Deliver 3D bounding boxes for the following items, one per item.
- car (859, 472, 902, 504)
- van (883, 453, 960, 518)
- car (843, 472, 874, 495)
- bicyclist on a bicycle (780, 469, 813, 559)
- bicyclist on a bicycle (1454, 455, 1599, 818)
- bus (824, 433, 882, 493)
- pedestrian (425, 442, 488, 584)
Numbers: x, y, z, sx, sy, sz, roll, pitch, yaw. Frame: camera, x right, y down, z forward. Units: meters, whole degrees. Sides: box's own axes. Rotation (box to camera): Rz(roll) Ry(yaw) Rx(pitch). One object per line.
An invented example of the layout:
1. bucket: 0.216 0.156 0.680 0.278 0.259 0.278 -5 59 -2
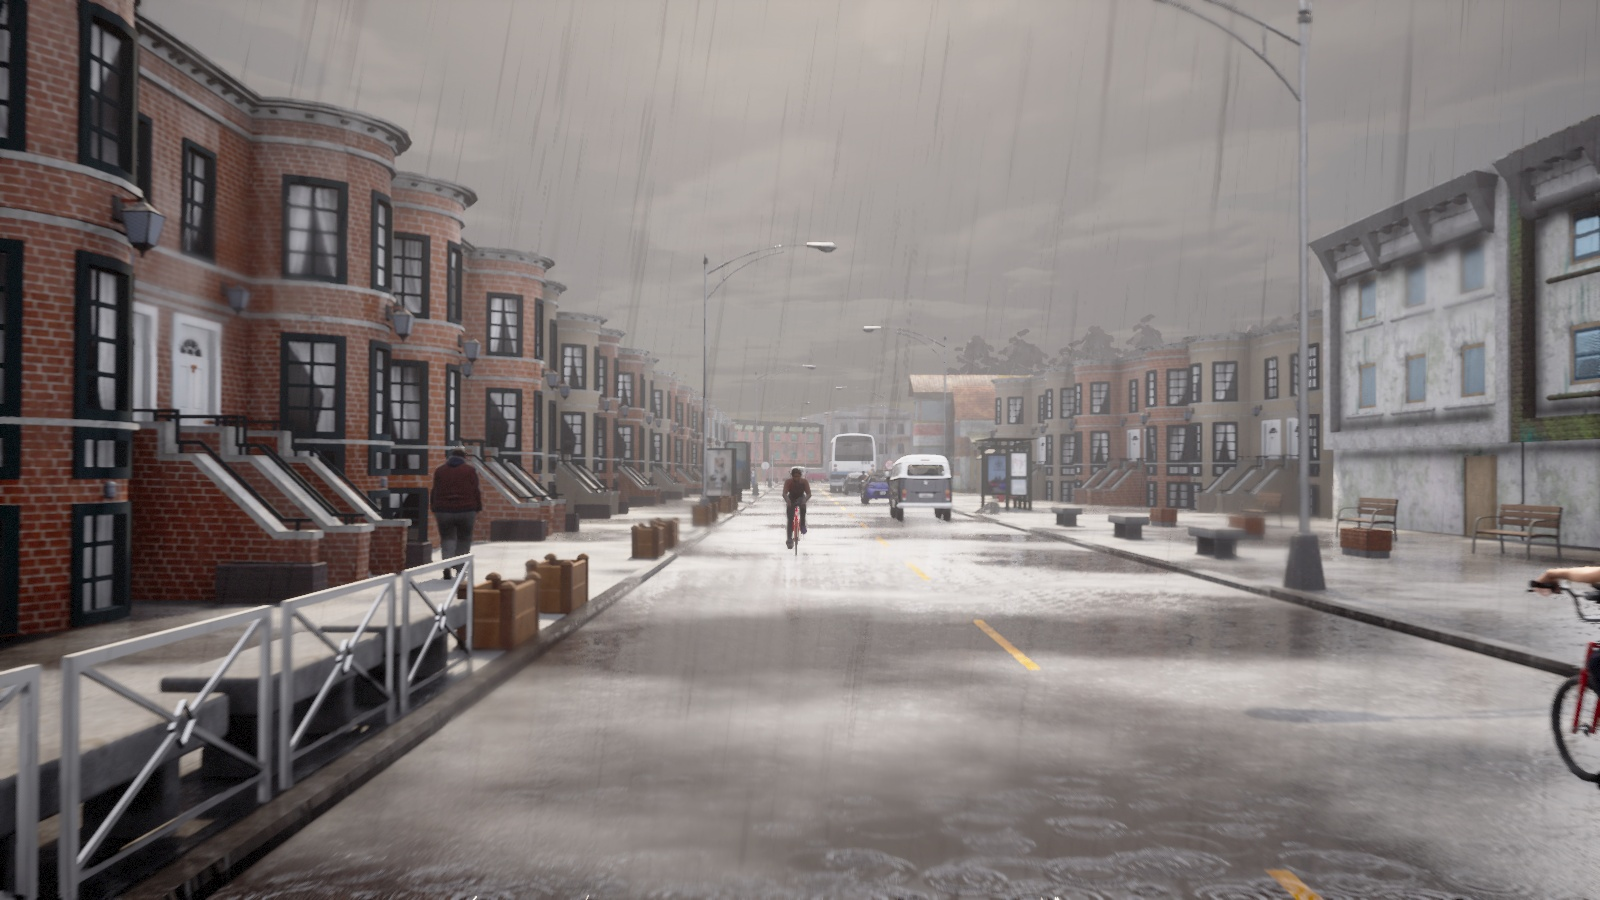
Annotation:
1. car: 3.905 1.836 61.148 1.816 1.474 4.193 0 -1 0
2. van: 3.919 1.200 41.202 2.069 2.038 4.480 0 -3 0
3. car: 3.886 2.223 84.744 1.837 1.490 4.892 0 -1 0
4. bicyclist on a bicycle: -0.060 1.161 23.472 0.582 1.620 1.656 0 -1 0
5. bicyclist on a bicycle: 3.983 0.836 6.044 0.866 1.612 1.509 0 -1 0
6. bus: 3.861 1.010 94.837 3.944 4.253 10.273 0 -1 0
7. pedestrian: -4.562 0.822 16.716 0.634 1.844 0.899 0 -1 -3
